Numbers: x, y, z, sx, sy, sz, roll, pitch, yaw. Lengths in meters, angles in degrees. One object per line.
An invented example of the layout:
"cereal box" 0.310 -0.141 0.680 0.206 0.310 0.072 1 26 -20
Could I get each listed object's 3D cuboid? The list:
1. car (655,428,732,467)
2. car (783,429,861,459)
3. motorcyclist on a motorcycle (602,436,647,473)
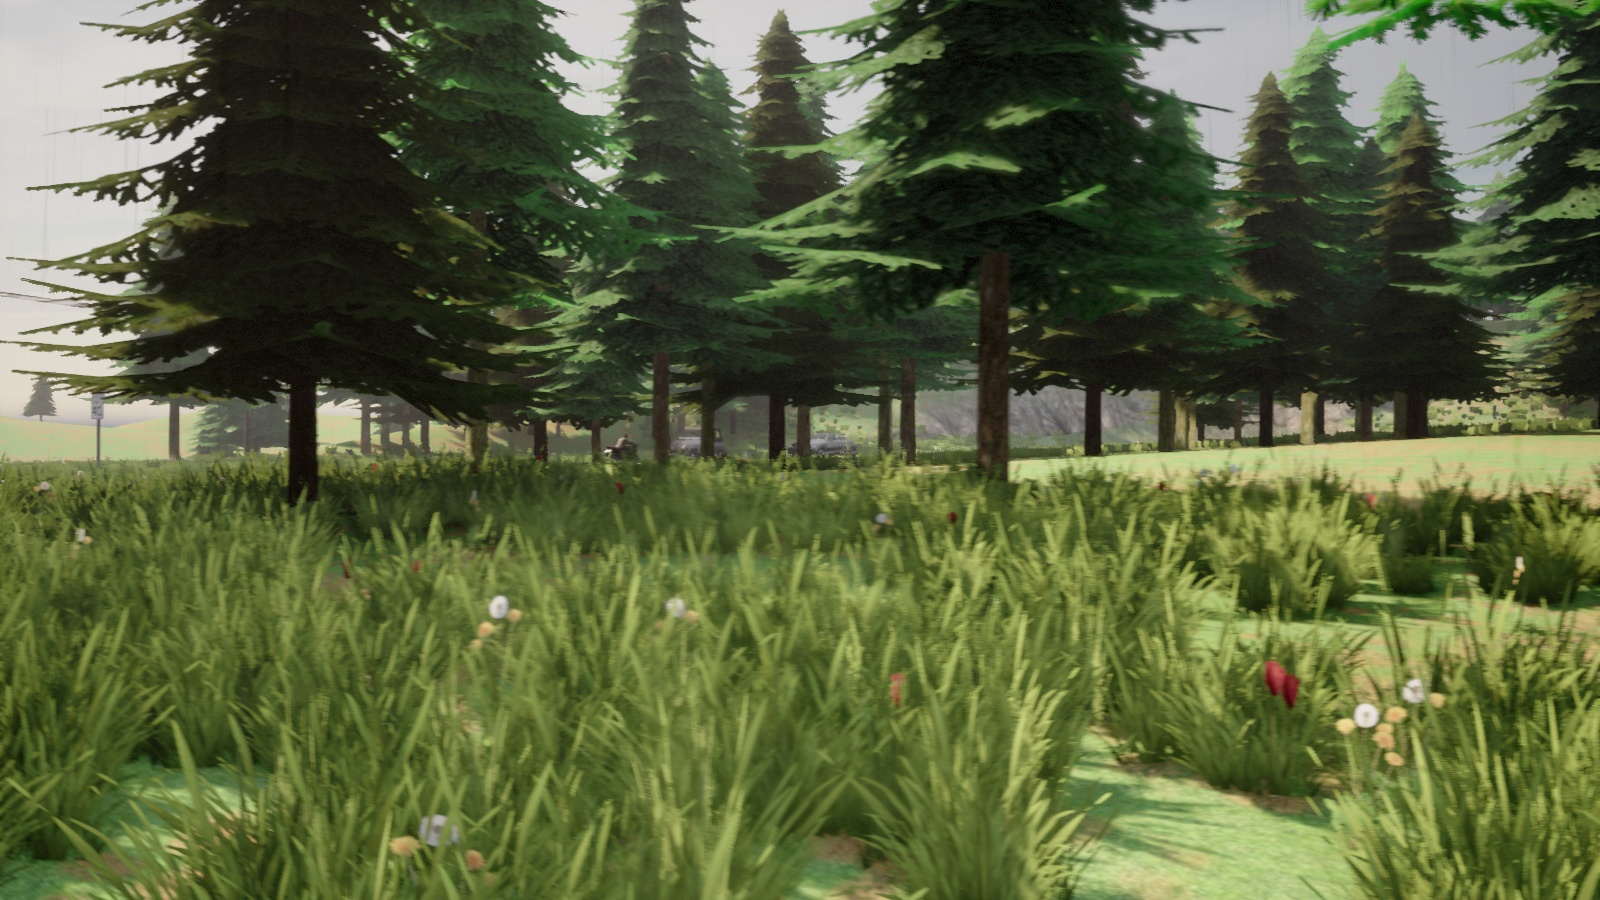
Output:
"car" -5.365 -0.153 63.675 1.905 1.878 3.866 0 1 33
"car" 1.366 -0.373 74.043 2.152 1.651 5.027 0 1 35
"motorcyclist on a motorcycle" -7.587 0.180 54.395 0.797 1.523 2.044 0 1 33
